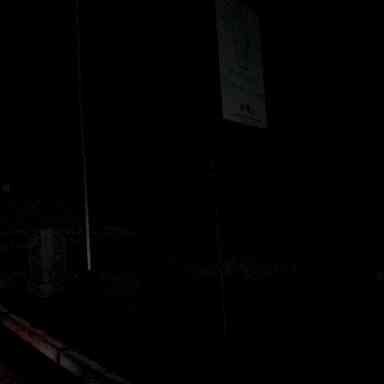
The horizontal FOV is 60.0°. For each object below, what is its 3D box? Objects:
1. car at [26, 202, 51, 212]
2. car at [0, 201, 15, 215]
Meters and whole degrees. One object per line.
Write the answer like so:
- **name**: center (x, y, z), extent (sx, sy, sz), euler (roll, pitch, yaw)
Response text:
- **car**: center (-23.520, 2.231, 51.204), extent (1.994, 1.385, 4.181), euler (-4, -1, 7)
- **car**: center (-23.178, 1.881, 39.824), extent (2.097, 1.767, 4.553), euler (-3, 0, -5)
